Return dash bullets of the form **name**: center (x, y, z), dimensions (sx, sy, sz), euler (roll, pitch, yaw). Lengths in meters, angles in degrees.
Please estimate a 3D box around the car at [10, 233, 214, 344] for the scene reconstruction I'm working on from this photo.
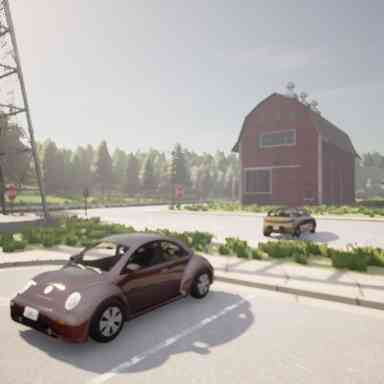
- **car**: center (-1.241, 1.546, 6.466), dimensions (1.784, 1.438, 3.905), euler (0, 0, 36)

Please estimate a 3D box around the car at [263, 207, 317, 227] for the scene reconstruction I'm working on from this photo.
- **car**: center (5.233, 1.537, 17.648), dimensions (1.816, 1.474, 4.193), euler (0, 0, 36)
